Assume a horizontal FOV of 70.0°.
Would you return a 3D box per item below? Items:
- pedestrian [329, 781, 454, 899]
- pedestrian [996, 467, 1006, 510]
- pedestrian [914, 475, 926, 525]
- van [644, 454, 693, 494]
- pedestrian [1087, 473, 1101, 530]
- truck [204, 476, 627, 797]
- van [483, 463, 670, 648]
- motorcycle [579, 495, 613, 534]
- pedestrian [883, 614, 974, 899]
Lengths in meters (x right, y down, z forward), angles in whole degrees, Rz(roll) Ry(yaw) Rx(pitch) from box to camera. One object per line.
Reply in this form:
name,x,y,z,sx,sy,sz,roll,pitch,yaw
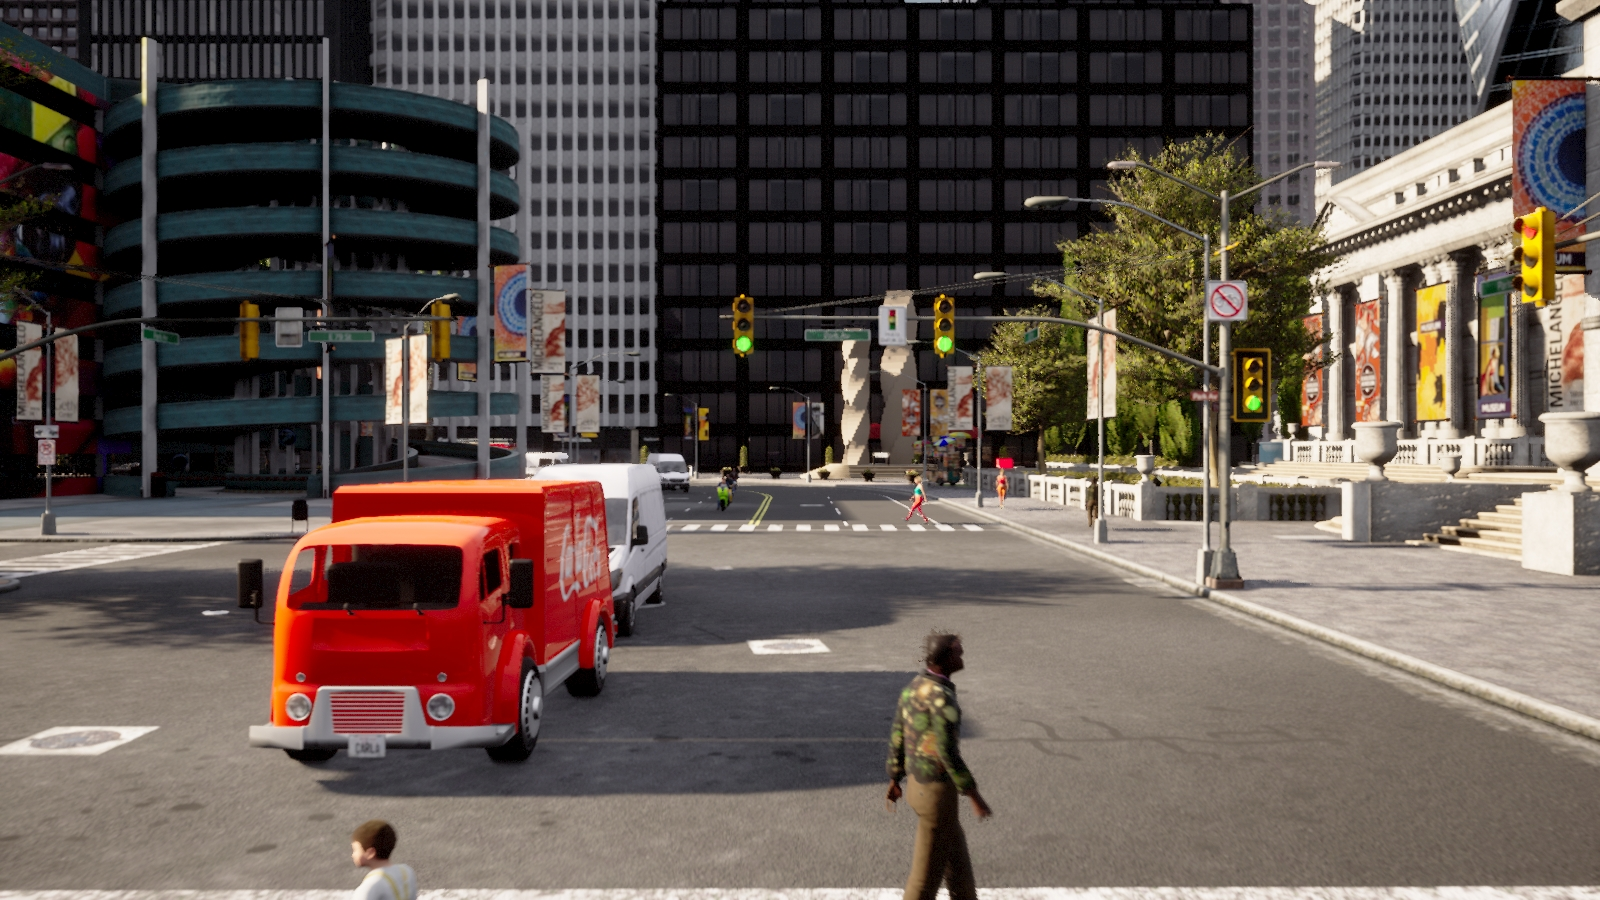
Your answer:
pedestrian,-1.739,2.128,4.891,0.375,1.300,0.375,0,0,7
pedestrian,8.767,1.695,49.782,0.375,1.860,0.375,0,0,4
pedestrian,4.475,1.849,42.454,0.375,1.860,0.375,0,0,-5
van,-8.798,1.534,76.017,1.988,2.561,5.915,0,0,-19
pedestrian,9.645,1.696,37.513,0.375,1.860,0.375,0,0,6
truck,-3.501,1.568,11.836,2.627,2.467,5.204,0,0,0
van,-3.514,1.535,19.185,1.988,2.561,5.915,0,0,0
motorcycle,-6.936,2.182,38.935,0.856,1.236,1.805,0,0,0
pedestrian,0.689,1.849,6.158,0.375,1.860,0.375,0,0,-15
